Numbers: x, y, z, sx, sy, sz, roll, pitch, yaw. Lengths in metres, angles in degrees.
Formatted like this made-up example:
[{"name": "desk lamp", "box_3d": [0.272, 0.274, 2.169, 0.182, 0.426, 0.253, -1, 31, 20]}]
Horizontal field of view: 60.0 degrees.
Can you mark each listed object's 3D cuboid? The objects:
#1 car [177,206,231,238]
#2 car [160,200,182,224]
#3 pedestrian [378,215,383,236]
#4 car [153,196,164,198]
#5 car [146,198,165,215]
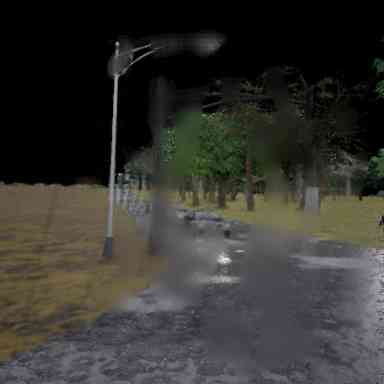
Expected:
[{"name": "car", "box_3d": [0.703, 1.727, 18.630, 1.994, 1.385, 4.181, 2, -1, -14]}, {"name": "car", "box_3d": [-1.489, 1.724, 27.350, 2.128, 1.511, 4.902, 2, -1, -14]}, {"name": "pedestrian", "box_3d": [9.086, 1.664, 15.484, 0.375, 1.860, 0.375, 1, 0, -14]}, {"name": "car", "box_3d": [-6.368, 1.693, 62.013, 2.150, 2.045, 5.566, 2, 0, -14]}, {"name": "car", "box_3d": [-4.021, 1.776, 37.463, 2.128, 1.511, 4.902, 2, -1, -14]}]
